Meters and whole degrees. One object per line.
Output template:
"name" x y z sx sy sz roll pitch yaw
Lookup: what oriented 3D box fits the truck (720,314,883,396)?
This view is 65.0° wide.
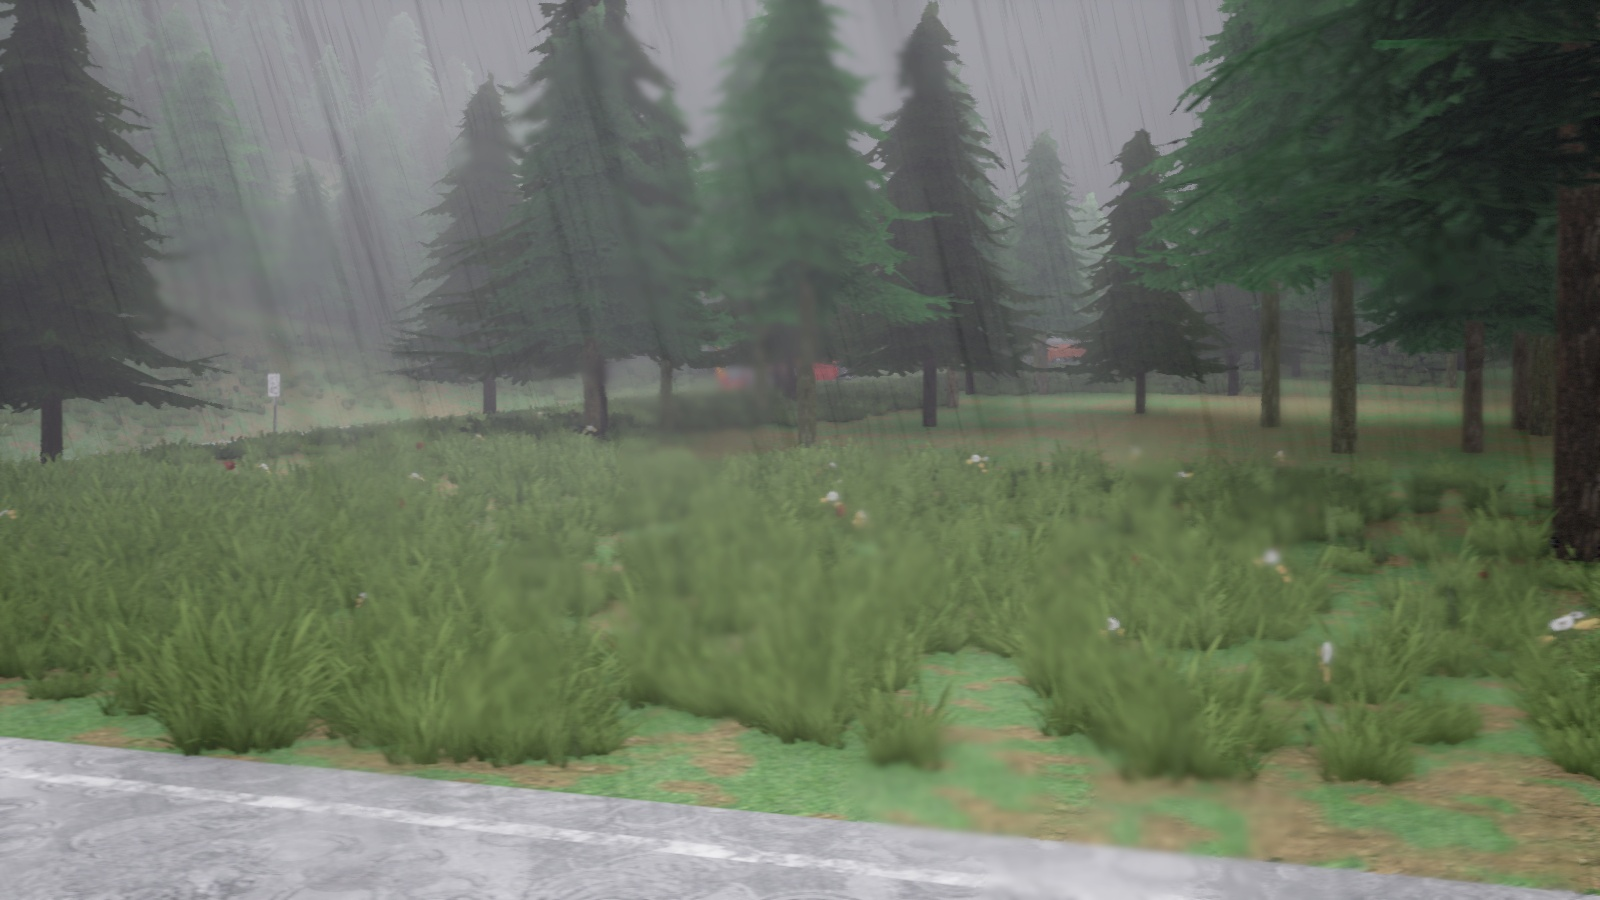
"truck" 0.155 -5.190 67.977 8.468 3.827 2.891 -7 4 -35

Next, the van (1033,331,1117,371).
"van" 16.221 -5.860 74.131 4.442 1.987 1.775 -5 2 -15
